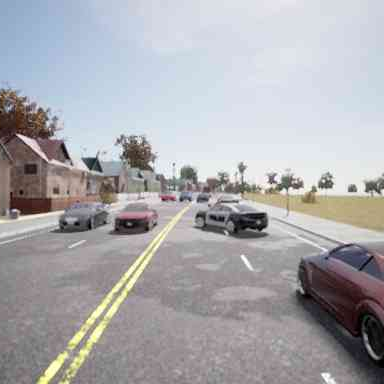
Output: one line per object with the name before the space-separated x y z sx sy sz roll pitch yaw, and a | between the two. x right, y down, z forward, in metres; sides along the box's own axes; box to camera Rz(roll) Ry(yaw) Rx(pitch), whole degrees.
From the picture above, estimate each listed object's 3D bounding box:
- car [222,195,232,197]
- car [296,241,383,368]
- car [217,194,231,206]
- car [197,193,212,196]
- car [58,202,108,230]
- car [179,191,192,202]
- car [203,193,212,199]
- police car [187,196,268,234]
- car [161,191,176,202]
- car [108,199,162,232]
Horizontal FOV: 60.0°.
car | 3.691 1.298 27.566 2.128 1.511 4.902 0 0 2
car | 3.269 1.523 5.683 1.994 1.385 4.181 0 0 0
car | 4.640 1.140 49.433 1.882 1.535 5.008 0 0 3
car | 2.000 0.953 59.671 2.097 1.767 4.553 0 0 4
car | -6.344 1.354 20.017 2.128 1.511 4.902 0 0 1
car | -1.117 0.812 62.103 2.150 2.045 5.566 0 0 5
car | 3.933 0.972 83.794 2.128 1.511 4.902 0 0 6
police car | 2.011 1.292 18.752 1.930 1.638 5.238 0 0 -30
car | -4.357 0.815 62.360 2.150 2.045 5.566 0 0 5
car | -3.110 1.343 19.334 1.882 1.535 5.008 0 0 1
